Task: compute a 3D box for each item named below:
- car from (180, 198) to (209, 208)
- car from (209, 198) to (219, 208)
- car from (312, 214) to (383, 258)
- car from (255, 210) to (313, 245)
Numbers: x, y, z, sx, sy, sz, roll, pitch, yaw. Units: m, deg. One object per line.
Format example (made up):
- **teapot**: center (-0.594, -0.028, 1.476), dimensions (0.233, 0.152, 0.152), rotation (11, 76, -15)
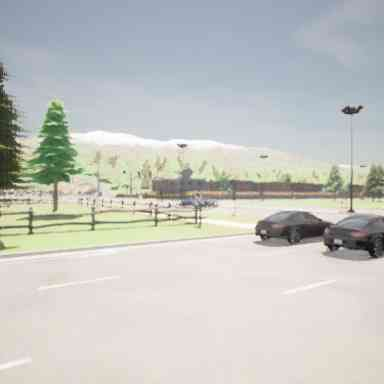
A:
- **car**: center (-0.040, 1.691, 49.704), dimensions (1.812, 1.442, 4.674), rotation (0, 0, -35)
- **car**: center (2.326, 1.678, 52.433), dimensions (2.128, 1.511, 4.902), rotation (0, 0, -35)
- **car**: center (7.056, 1.603, 13.083), dimensions (4.674, 1.442, 1.812), rotation (0, 0, -35)
- **car**: center (5.033, 1.603, 15.940), dimensions (4.674, 1.442, 1.812), rotation (0, 0, -35)
